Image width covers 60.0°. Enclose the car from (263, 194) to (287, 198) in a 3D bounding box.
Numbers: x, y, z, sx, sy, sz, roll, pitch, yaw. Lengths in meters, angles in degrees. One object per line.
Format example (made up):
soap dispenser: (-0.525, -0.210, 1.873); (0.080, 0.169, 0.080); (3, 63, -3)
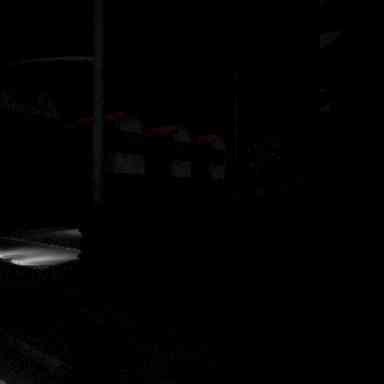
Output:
car: (14.517, 1.331, 59.784); (5.566, 2.045, 2.150); (-1, -1, 37)
